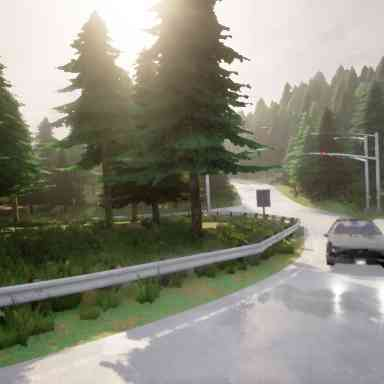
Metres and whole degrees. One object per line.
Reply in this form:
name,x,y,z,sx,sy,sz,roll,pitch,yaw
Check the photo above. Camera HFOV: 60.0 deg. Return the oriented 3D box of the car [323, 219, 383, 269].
car,5.840,1.680,11.936,2.033,1.411,5.357,-2,-2,23
